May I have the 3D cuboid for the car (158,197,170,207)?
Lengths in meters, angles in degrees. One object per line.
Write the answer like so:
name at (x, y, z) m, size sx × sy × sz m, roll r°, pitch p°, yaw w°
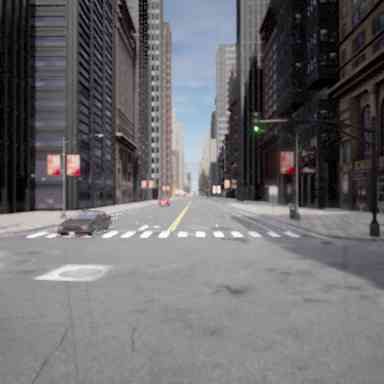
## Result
car at (-5.799, 2.012, 69.534) m, size 2.150 × 2.045 × 5.566 m, roll 0°, pitch -1°, yaw 1°

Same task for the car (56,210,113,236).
car at (-6.313, 1.829, 20.315) m, size 2.033 × 1.411 × 5.357 m, roll 0°, pitch 0°, yaw 2°
